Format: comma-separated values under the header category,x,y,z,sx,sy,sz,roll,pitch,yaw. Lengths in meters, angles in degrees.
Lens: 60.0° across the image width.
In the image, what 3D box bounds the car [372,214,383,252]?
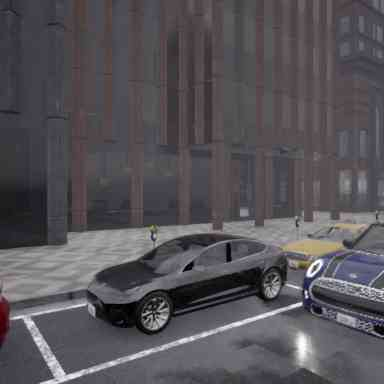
category,x,y,z,sx,sy,sz,roll,pitch,yaw
car,9.279,1.572,13.313,4.313,1.339,1.947,0,0,-36

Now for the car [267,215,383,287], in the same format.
category,x,y,z,sx,sy,sz,roll,pitch,yaw
car,4.561,1.528,9.930,4.829,1.417,1.752,0,0,-36

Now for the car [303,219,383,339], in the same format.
category,x,y,z,sx,sy,sz,roll,pitch,yaw
car,4.171,1.354,6.373,4.553,1.767,2.097,0,0,-36

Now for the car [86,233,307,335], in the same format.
category,x,y,z,sx,sy,sz,roll,pitch,yaw
car,0.118,1.567,6.745,4.313,1.339,1.947,0,0,-36

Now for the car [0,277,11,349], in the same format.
category,x,y,z,sx,sy,sz,roll,pitch,yaw
car,-4.462,1.544,3.460,4.507,1.381,1.887,0,0,-36
